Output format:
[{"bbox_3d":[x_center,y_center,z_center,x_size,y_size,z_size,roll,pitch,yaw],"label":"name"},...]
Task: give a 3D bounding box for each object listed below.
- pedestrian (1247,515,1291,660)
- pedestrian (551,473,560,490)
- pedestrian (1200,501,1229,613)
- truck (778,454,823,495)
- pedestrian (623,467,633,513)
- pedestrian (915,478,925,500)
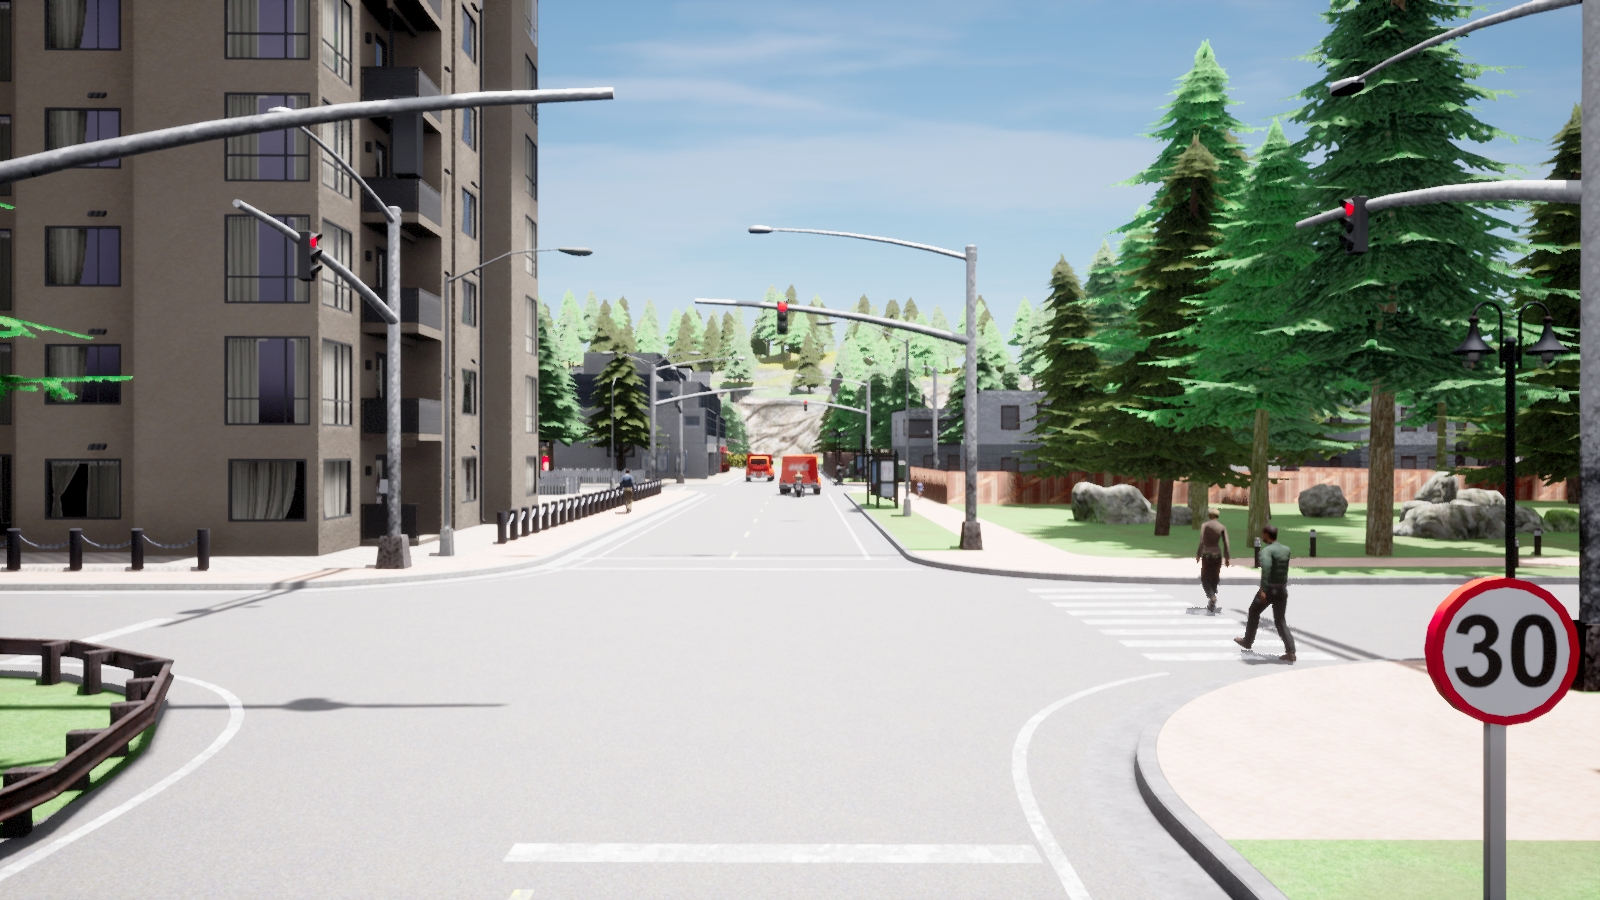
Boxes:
[{"bbox_3d":[6.206,1.805,15.118,0.375,1.860,0.375,0,0,-21],"label":"pedestrian"},{"bbox_3d":[-15.937,2.028,74.389,0.500,1.100,0.500,0,0,0],"label":"pedestrian"},{"bbox_3d":[7.018,1.803,19.368,0.375,1.860,0.375,0,0,4],"label":"pedestrian"},{"bbox_3d":[0.071,1.506,71.518,2.627,2.467,5.204,0,0,3],"label":"truck"},{"bbox_3d":[-7.070,1.649,46.938,0.375,1.860,0.375,0,0,1],"label":"pedestrian"},{"bbox_3d":[6.230,2.023,59.349,0.500,1.100,0.500,0,0,1],"label":"pedestrian"}]
